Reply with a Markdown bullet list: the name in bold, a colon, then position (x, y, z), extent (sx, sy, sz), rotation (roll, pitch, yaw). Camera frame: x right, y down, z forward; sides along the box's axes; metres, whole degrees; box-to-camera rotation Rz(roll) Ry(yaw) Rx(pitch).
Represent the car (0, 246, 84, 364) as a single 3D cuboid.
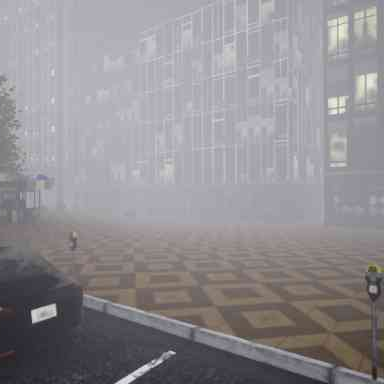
- **car**: position (-3.560, 1.569, 5.413), extent (4.313, 1.339, 1.947), rotation (0, 0, 35)
